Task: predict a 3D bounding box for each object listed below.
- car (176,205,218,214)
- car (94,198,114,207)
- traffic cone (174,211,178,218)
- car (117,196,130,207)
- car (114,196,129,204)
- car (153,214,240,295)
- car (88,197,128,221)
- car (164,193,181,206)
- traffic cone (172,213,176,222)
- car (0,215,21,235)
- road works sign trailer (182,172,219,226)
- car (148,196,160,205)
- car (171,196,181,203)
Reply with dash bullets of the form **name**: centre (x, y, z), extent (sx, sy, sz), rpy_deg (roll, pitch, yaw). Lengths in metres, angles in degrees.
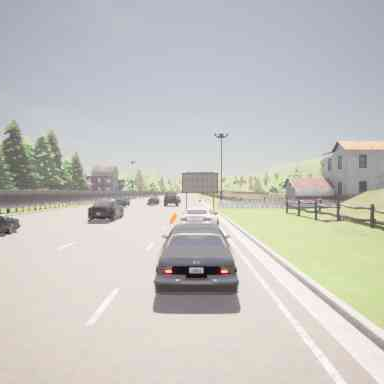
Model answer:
- **car**: centre (0.425, 1.541, 18.491), extent (1.812, 1.442, 4.674), rpy_deg (-1, -1, 7)
- **car**: centre (-13.813, 1.600, 52.540), extent (1.895, 1.301, 4.718), rpy_deg (0, 0, 0)
- **traffic cone**: centre (-1.446, 1.955, 25.235), extent (0.340, 0.580, 0.340), rpy_deg (0, 0, 0)
- **car**: centre (-10.321, 1.491, 48.588), extent (2.128, 1.511, 4.902), rpy_deg (0, 0, 0)
- **car**: centre (-13.793, 1.504, 65.189), extent (1.837, 1.490, 4.892), rpy_deg (0, 0, 0)
- **car**: centre (0.112, 1.547, 8.878), extent (2.033, 1.411, 5.357), rpy_deg (0, 0, 1)
- **car**: centre (-6.855, 1.477, 26.845), extent (1.882, 1.535, 5.008), rpy_deg (0, 0, 0)
- **car**: centre (-3.312, 1.221, 53.417), extent (2.150, 2.045, 5.566), rpy_deg (0, 0, 0)
- **traffic cone**: centre (-1.449, 1.955, 23.235), extent (0.340, 0.580, 0.340), rpy_deg (0, 0, 0)
- **car**: centre (-10.375, 1.547, 15.903), extent (2.033, 1.411, 5.357), rpy_deg (0, 0, 0)
- **road works sign trailer**: centre (0.525, 0.464, 22.103), extent (2.380, 3.560, 2.880), rpy_deg (0, 0, -2)
- **car**: centre (-6.801, 1.525, 59.629), extent (1.812, 1.442, 4.674), rpy_deg (0, 0, 0)
- **car**: centre (-3.287, 1.564, 68.632), extent (1.994, 1.385, 4.181), rpy_deg (0, 0, 0)
